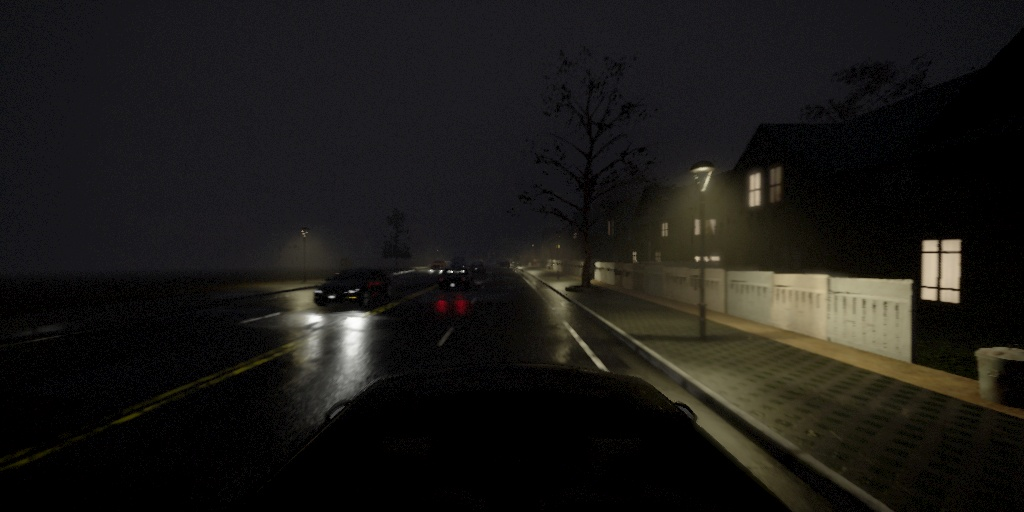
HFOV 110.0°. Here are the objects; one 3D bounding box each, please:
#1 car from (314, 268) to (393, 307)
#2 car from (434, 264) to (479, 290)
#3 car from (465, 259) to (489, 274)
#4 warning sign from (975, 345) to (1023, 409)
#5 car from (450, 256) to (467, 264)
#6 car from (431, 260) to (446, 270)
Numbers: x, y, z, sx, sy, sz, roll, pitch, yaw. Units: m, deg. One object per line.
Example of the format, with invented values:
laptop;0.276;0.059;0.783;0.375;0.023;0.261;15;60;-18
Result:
car;-6.680;1.281;15.669;1.837;1.490;4.892;0;-1;0
car;-3.425;1.381;22.779;1.895;1.301;4.718;0;0;-1
car;-4.037;1.378;41.667;1.994;1.385;4.181;0;0;-2
warning sign;2.857;0.863;1.404;1.300;1.860;1.060;0;0;0
car;-8.085;1.071;54.947;2.150;2.045;5.566;0;0;-3
car;-11.386;1.338;55.790;1.882;1.535;5.008;0;0;-3
